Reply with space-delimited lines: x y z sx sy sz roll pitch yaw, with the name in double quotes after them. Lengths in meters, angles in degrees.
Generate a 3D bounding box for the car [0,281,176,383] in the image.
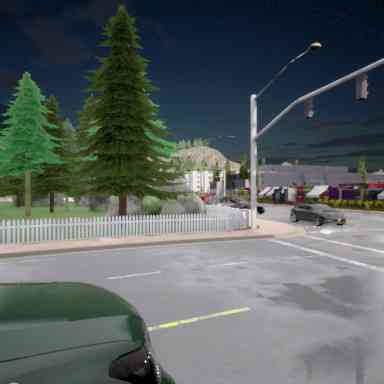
-2.767 1.222 1.662 5.566 2.045 2.150 0 0 -36 "car"

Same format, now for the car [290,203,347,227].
8.772 1.561 23.515 1.837 1.490 4.892 0 0 -14 "car"

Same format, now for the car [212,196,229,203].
6.045 1.557 71.150 1.837 1.490 4.892 0 0 -16 "car"

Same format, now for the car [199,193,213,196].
2.899 1.276 69.600 2.150 2.045 5.566 0 0 -17 "car"

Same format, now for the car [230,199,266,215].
5.713 1.656 34.265 1.895 1.301 4.718 0 0 -16 "car"

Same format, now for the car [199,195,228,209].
2.830 1.547 44.141 2.128 1.511 4.902 0 0 -16 "car"

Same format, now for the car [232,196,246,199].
8.667 1.546 62.286 2.128 1.511 4.902 0 0 -16 "car"
